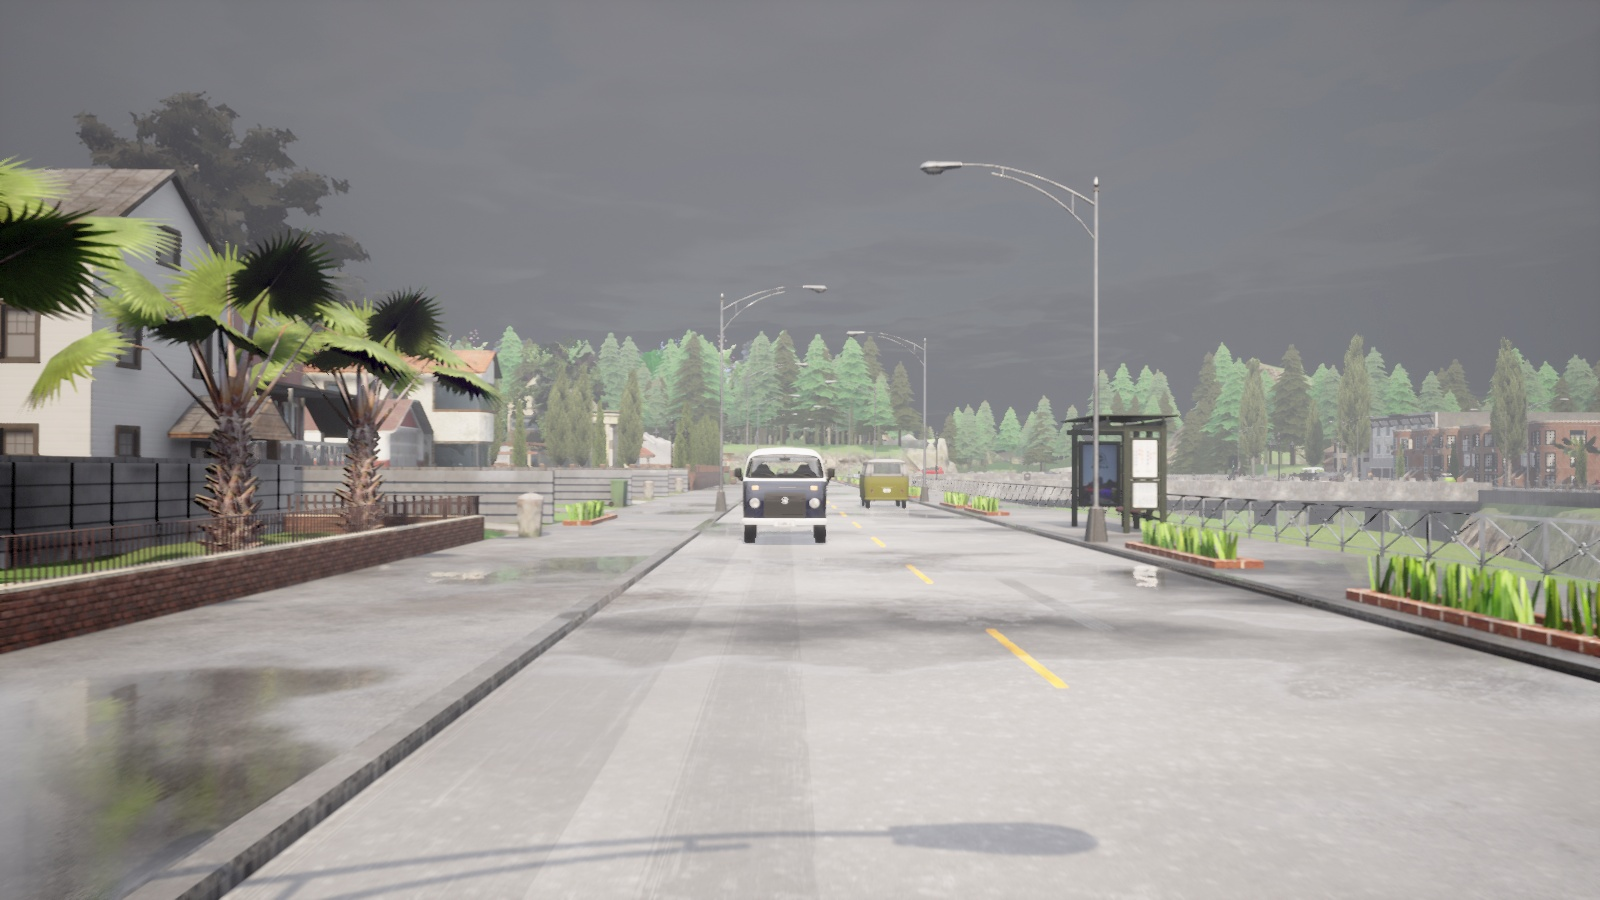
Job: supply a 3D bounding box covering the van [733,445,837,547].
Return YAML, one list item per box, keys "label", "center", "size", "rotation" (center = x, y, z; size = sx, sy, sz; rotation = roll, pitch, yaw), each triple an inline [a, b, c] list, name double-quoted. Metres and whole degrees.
- label: "van"
  center: [-0.316, 0.951, 27.338]
  size: [2.069, 2.038, 4.480]
  rotation: [0, -1, -1]

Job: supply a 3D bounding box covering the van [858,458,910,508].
- label: "van"
  center: [3.426, 1.335, 51.785]
  size: [1.775, 1.987, 4.442]
  rotation: [0, -1, -1]
